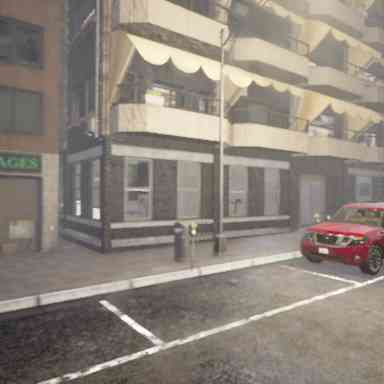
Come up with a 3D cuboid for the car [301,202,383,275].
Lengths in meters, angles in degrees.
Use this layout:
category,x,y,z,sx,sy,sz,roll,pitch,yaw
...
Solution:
category,x,y,z,sx,sy,sz,roll,pitch,yaw
car,5.660,1.288,10.579,5.009,1.841,2.192,0,1,-35
